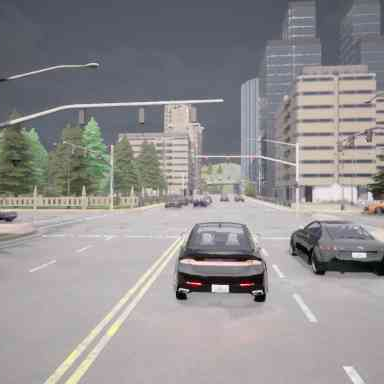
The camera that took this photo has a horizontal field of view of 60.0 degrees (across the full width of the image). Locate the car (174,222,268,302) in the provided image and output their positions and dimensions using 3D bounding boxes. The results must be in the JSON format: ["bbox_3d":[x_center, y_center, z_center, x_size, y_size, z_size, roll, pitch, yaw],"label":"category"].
[{"bbox_3d":[0.701,1.492,8.285,2.128,1.511,4.902,0,0,5],"label":"car"}]

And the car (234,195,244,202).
[{"bbox_3d":[10.937,1.591,76.096,1.895,1.301,4.718,0,0,5],"label":"car"}]

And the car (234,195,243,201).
[{"bbox_3d":[11.823,1.537,85.402,2.033,1.411,5.357,0,0,5],"label":"car"}]

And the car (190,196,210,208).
[{"bbox_3d":[1.256,1.601,49.291,1.895,1.301,4.718,0,0,5],"label":"car"}]

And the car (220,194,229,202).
[{"bbox_3d":[7.545,1.549,77.401,1.994,1.385,4.181,0,0,5],"label":"car"}]

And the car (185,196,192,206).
[{"bbox_3d":[-1.643,1.547,55.697,2.033,1.411,5.357,0,0,6],"label":"car"}]

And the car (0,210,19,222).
[{"bbox_3d":[-15.480,1.601,24.576,4.718,1.301,1.895,0,0,5],"label":"car"}]

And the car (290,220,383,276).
[{"bbox_3d":[4.393,1.564,10.395,1.994,1.385,4.181,0,0,5],"label":"car"}]

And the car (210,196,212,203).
[{"bbox_3d":[2.143,1.601,58.412,1.895,1.301,4.718,0,0,6],"label":"car"}]

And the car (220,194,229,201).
[{"bbox_3d":[8.336,1.353,85.704,2.097,1.767,4.553,0,0,5],"label":"car"}]

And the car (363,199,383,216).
[{"bbox_3d":[19.152,1.352,32.117,4.553,1.767,2.097,0,0,7],"label":"car"}]

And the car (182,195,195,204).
[{"bbox_3d":[-0.674,1.478,65.380,1.882,1.535,5.008,0,0,6],"label":"car"}]

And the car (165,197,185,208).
[{"bbox_3d":[-2.527,1.564,46.497,1.994,1.385,4.181,0,0,5],"label":"car"}]

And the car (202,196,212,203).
[{"bbox_3d":[3.171,1.505,68.457,1.837,1.490,4.892,0,0,6],"label":"car"}]

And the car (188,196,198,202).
[{"bbox_3d":[0.315,1.595,75.319,1.895,1.301,4.718,0,0,5],"label":"car"}]
